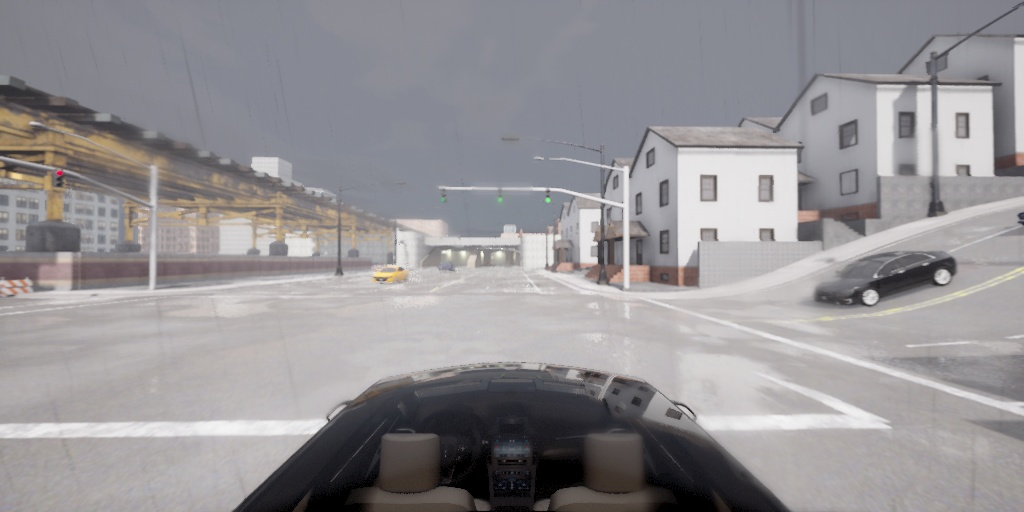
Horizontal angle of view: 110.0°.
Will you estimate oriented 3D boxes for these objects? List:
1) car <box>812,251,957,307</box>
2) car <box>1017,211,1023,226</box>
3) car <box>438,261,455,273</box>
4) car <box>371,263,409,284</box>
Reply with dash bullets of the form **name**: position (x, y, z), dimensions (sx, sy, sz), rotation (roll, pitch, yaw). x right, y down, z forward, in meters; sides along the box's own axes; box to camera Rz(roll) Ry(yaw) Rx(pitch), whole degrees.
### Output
- **car**: position (14.584, 0.778, 14.222), dimensions (4.892, 1.490, 1.837), rotation (-16, 0, -1)
- **car**: position (23.616, -2.250, 14.439), dimensions (4.718, 1.301, 1.895), rotation (-17, 0, -1)
- **car**: position (-10.495, 1.669, 57.984), dimensions (2.097, 1.767, 4.553), rotation (0, -1, 0)
- **car**: position (-10.496, 1.623, 31.211), dimensions (1.882, 1.535, 5.008), rotation (0, 0, 0)
